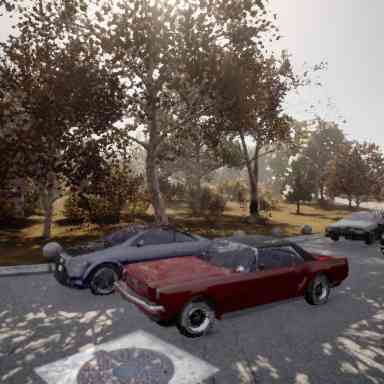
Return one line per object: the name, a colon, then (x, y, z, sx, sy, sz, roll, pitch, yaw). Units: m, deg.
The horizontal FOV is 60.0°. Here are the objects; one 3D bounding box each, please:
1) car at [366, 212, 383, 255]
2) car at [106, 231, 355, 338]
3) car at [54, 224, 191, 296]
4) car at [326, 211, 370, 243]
car: (8.683, 1.578, 12.218, 4.902, 1.511, 2.128, 1, -1, -39)
car: (0.935, 1.611, 6.691, 4.718, 1.301, 1.895, 0, 0, -32)
car: (-1.304, 1.569, 8.660, 4.181, 1.385, 1.994, 0, 0, -32)
car: (8.611, 1.665, 16.323, 5.357, 1.411, 2.033, 1, -1, -40)
